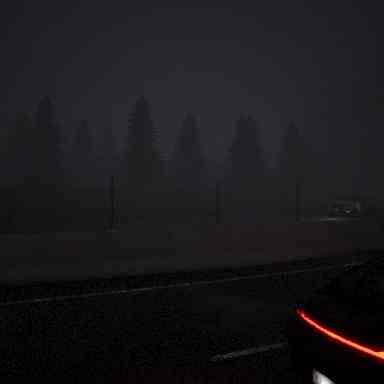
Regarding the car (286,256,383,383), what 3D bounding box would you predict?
[{"bbox_3d":[3.457,1.504,3.963,4.892,1.490,1.837,0,0,-22],"label":"car"}]
